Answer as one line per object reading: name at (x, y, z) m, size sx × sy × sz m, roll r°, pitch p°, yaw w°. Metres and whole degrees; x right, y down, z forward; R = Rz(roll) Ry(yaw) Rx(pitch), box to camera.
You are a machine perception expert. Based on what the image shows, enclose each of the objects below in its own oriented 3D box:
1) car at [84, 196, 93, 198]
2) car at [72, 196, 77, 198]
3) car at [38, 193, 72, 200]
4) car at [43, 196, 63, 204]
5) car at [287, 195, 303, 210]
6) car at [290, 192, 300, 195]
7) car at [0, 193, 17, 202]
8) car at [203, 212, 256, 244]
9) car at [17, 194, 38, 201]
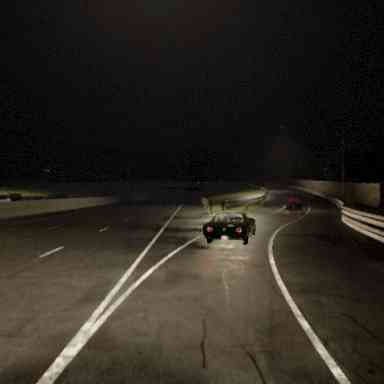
car at (-21.064, 1.568, 67.556) m, size 1.837 × 1.490 × 4.892 m, roll 0°, pitch 0°, yaw 0°
car at (-24.564, 1.544, 67.361) m, size 1.882 × 1.535 × 5.008 m, roll 0°, pitch 0°, yaw 0°
car at (-21.096, 1.240, 51.531) m, size 2.150 × 2.045 × 5.566 m, roll 0°, pitch 0°, yaw 1°
car at (-28.064, 1.565, 67.338) m, size 1.837 × 1.490 × 4.892 m, roll 0°, pitch 0°, yaw 0°
car at (13.676, 1.589, 44.306) m, size 1.812 × 1.442 × 4.674 m, roll 0°, pitch 1°, yaw 21°
car at (21.244, 0.788, 68.530) m, size 1.882 × 1.535 × 5.008 m, roll 0°, pitch 3°, yaw 13°
car at (-21.120, 1.213, 34.675) m, size 2.150 × 2.045 × 5.566 m, roll 0°, pitch 0°, yaw 0°
car at (1.975, 1.596, 15.933) m, size 1.895 × 1.301 × 4.718 m, roll 0°, pitch 0°, yaw 16°
car at (-24.601, 1.497, 50.928) m, size 1.882 × 1.535 × 5.008 m, roll 0°, pitch 0°, yaw 0°
